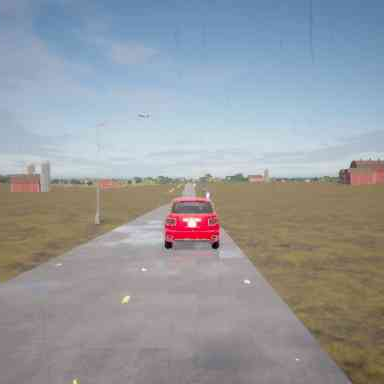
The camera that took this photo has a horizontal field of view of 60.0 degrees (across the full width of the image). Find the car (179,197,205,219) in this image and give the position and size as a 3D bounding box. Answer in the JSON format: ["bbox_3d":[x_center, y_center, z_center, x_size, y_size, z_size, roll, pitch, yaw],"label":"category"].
[{"bbox_3d":[0.001,1.345,29.643,2.097,1.767,4.553,0,0,0],"label":"car"}]

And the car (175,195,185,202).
[{"bbox_3d":[-2.749,1.453,76.006,1.994,1.385,4.181,0,0,0],"label":"car"}]

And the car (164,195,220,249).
[{"bbox_3d":[0.000,1.247,14.689,2.150,2.045,5.566,0,0,0],"label":"car"}]
